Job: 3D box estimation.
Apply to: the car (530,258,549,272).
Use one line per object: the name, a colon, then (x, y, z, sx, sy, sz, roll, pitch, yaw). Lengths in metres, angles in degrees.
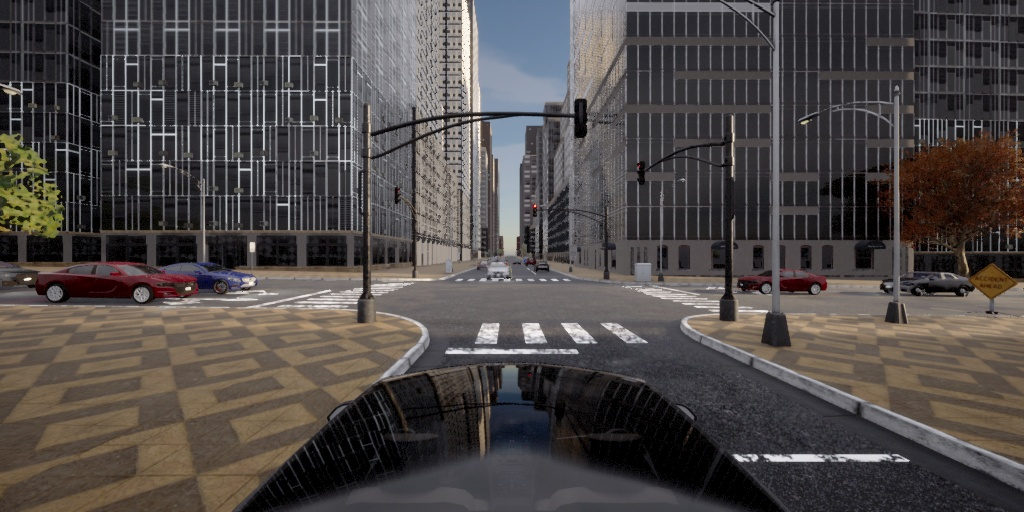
car: (3.844, 1.329, 46.676, 1.948, 1.339, 4.313, 0, 0, 0)

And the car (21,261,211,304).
car: (-15.288, 0.973, 14.080, 5.008, 1.535, 1.882, 1, 0, -2)

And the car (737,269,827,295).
car: (16.718, 1.554, 22.334, 5.008, 1.535, 1.882, 1, 0, -3)

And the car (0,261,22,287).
car: (-24.903, 0.882, 16.875, 4.181, 1.385, 1.994, 1, 0, -3)

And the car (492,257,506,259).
car: (-1.668, 1.110, 56.883, 2.097, 1.767, 4.553, 0, 0, -1)

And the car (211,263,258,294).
car: (-14.977, 1.026, 17.352, 4.674, 1.442, 1.812, 1, 0, -1)

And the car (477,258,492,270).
car: (-4.119, 1.342, 52.154, 1.802, 1.307, 4.207, 0, 0, 0)

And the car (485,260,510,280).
car: (-1.276, 1.295, 31.574, 1.812, 1.442, 4.674, 0, 0, -4)

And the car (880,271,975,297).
car: (26.288, 1.739, 22.796, 4.902, 1.511, 2.128, 1, 0, -3)

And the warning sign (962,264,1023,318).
warning sign: (17.257, 1.204, 12.900, 1.060, 1.860, 1.300, 0, 0, -3)
